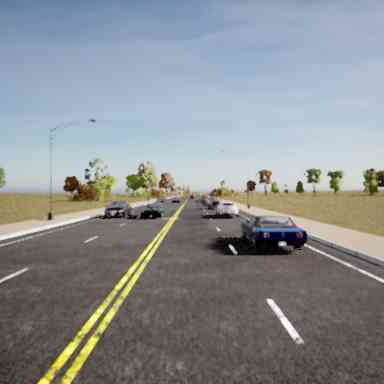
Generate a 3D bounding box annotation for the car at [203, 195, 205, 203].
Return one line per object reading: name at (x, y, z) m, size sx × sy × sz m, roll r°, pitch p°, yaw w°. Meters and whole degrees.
car at (3.251, 1.591, 57.249) m, size 1.801 × 1.575 × 5.366 m, roll 0°, pitch 0°, yaw 0°

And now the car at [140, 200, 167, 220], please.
car at (-3.348, 1.674, 29.271) m, size 1.895 × 1.301 × 4.718 m, roll 0°, pitch 0°, yaw 0°

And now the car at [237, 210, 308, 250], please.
car at (3.347, 1.638, 14.512) m, size 1.895 × 1.301 × 4.718 m, roll 0°, pitch 0°, yaw 0°

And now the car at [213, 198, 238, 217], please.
car at (3.349, 1.605, 31.988) m, size 1.812 × 1.442 × 4.674 m, roll 0°, pitch 0°, yaw 0°

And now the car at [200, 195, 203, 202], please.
car at (3.251, 1.758, 68.089) m, size 1.895 × 1.301 × 4.718 m, roll 0°, pitch 0°, yaw 0°

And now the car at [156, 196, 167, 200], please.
car at (-6.499, 1.686, 71.550) m, size 2.128 × 1.511 × 4.902 m, roll 0°, pitch 0°, yaw 0°

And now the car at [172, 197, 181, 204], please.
car at (-3.250, 1.668, 69.731) m, size 2.033 × 1.411 × 5.357 m, roll 0°, pitch 0°, yaw 0°

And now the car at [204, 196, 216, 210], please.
car at (3.251, 1.602, 46.059) m, size 2.128 × 1.511 × 4.902 m, roll 0°, pitch 0°, yaw 0°

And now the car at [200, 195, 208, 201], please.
car at (3.252, 1.657, 90.249) m, size 1.801 × 1.575 × 5.366 m, roll 0°, pitch 0°, yaw 0°

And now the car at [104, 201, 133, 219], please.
car at (-6.596, 1.566, 30.176) m, size 2.128 × 1.511 × 4.902 m, roll 0°, pitch 0°, yaw 0°
